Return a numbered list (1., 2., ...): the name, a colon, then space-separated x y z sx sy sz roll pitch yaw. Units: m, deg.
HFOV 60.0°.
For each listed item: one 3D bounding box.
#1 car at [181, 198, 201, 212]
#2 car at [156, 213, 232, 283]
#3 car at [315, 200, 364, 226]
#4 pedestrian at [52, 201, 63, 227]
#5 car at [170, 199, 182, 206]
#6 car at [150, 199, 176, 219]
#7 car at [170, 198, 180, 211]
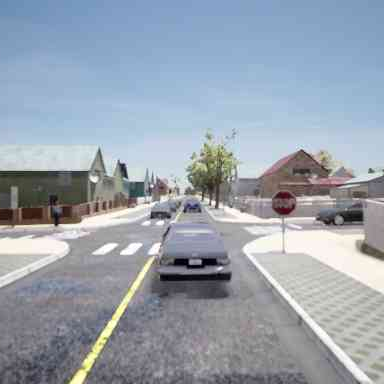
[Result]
1. car: 0.058 1.541 41.755 2.097 1.767 4.553 0 0 0
2. car: -0.048 1.595 9.809 2.033 1.411 5.357 0 0 -3
3. car: 10.343 1.314 21.045 4.892 1.490 1.837 -2 -1 0
4. pedestrian: -9.703 1.569 23.828 0.375 1.860 0.375 0 0 0
5. car: -2.842 1.866 60.027 1.895 1.301 4.718 0 0 0
6. car: -2.833 1.691 31.289 2.033 1.411 5.357 0 0 -1
7. car: -2.869 1.748 40.559 1.994 1.385 4.181 0 0 0
